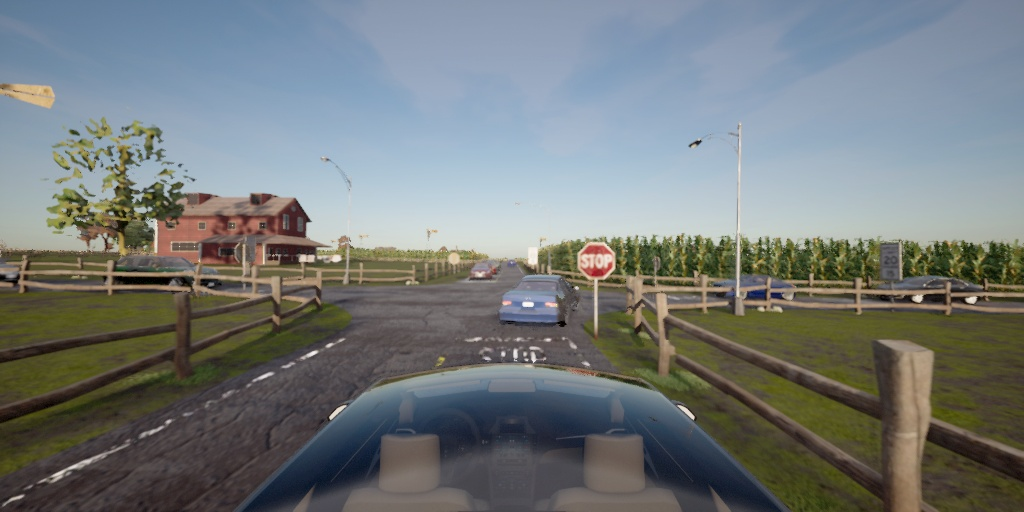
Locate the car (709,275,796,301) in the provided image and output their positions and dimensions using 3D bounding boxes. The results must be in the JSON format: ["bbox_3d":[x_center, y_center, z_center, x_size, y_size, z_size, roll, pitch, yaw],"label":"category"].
[{"bbox_3d":[13.601,1.755,20.413,4.181,1.385,1.994,1,-1,-1],"label":"car"}]

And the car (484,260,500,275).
[{"bbox_3d":[-2.847,1.291,42.398,2.097,1.767,4.553,0,0,0],"label":"car"}]

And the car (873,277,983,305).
[{"bbox_3d":[23.475,1.924,20.328,4.892,1.490,1.837,1,-1,1],"label":"car"}]

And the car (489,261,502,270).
[{"bbox_3d":[-2.768,1.605,61.940,1.994,1.385,4.181,0,0,0],"label":"car"}]

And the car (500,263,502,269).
[{"bbox_3d":[-2.834,1.341,52.088,2.097,1.767,4.553,0,0,0],"label":"car"}]

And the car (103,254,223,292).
[{"bbox_3d":[-17.040,0.783,17.716,4.553,1.767,2.097,1,-1,0],"label":"car"}]

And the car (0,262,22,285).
[{"bbox_3d":[-27.249,0.685,17.798,4.902,1.511,2.128,1,-1,0],"label":"car"}]

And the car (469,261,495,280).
[{"bbox_3d":[-2.820,1.419,33.358,1.812,1.442,4.674,0,0,-1],"label":"car"}]

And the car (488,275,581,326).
[{"bbox_3d":[1.114,1.342,11.932,2.033,1.411,5.357,0,0,16],"label":"car"}]
